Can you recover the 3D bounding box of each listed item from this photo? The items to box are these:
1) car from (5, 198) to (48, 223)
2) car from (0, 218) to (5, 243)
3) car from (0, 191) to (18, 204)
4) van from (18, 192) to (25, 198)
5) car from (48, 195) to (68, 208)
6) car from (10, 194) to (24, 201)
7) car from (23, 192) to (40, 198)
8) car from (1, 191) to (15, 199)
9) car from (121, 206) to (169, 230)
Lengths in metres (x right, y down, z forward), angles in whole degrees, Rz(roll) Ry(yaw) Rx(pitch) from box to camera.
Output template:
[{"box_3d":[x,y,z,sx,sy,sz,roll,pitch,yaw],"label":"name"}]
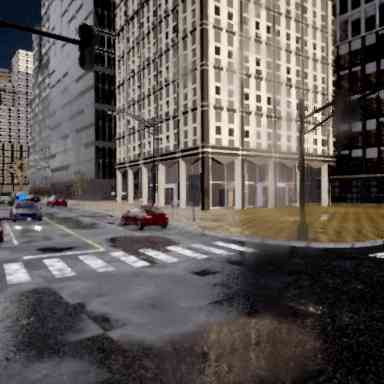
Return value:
[{"box_3d":[-12.174,1.398,24.278,2.033,1.411,5.357,0,1,-32],"label":"car"},{"box_3d":[-9.480,1.507,15.026,1.802,1.307,4.206,0,0,-31],"label":"car"},{"box_3d":[-25.206,0.932,44.688,2.150,2.045,5.566,0,0,-34],"label":"car"},{"box_3d":[-33.384,0.884,65.408,1.690,1.788,3.998,0,0,-37],"label":"van"},{"box_3d":[-17.417,1.142,42.918,1.967,1.590,4.097,0,0,-34],"label":"car"},{"box_3d":[-36.711,1.056,69.822,1.887,1.381,4.507,0,0,-37],"label":"car"},{"box_3d":[-26.896,1.171,56.483,1.947,1.339,4.313,0,0,-36],"label":"car"},{"box_3d":[-43.436,0.764,78.602,2.192,1.841,5.009,0,0,-37],"label":"car"},{"box_3d":[-2.805,1.446,19.636,1.802,1.307,4.206,0,0,-31],"label":"car"}]
